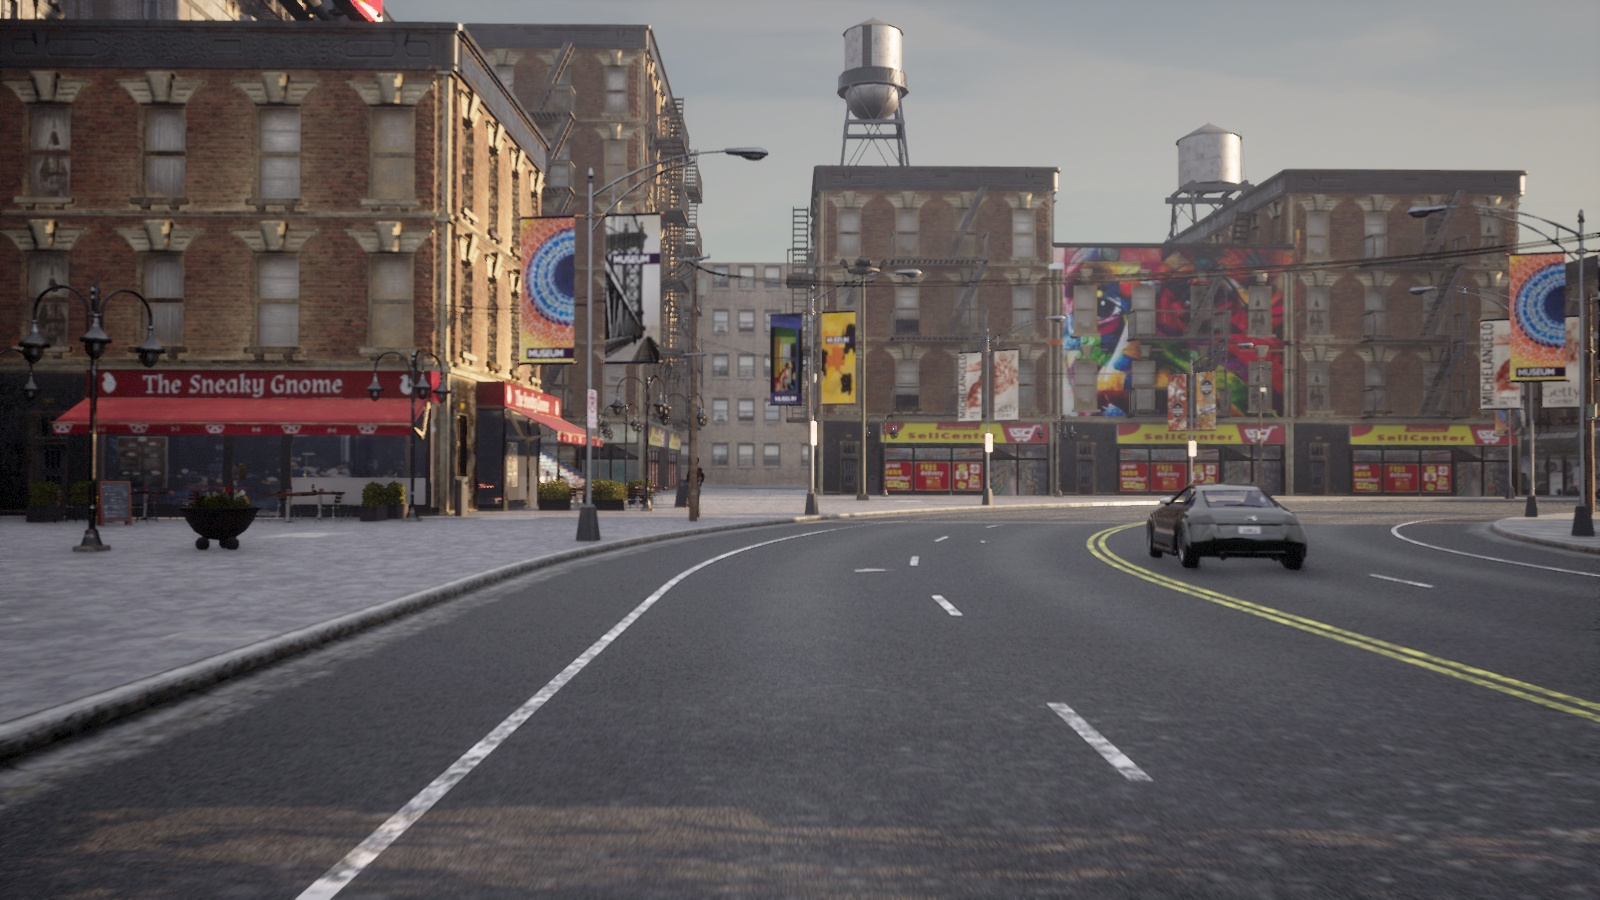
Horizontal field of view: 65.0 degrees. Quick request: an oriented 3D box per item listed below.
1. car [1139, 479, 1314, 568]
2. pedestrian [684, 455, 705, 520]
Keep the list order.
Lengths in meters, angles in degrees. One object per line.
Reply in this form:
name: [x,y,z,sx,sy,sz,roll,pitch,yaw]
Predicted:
car: [7.361,1.219,22.120,1.994,1.385,4.181,0,-1,6]
pedestrian: [-3.147,1.113,37.605,0.402,1.930,0.666,-1,-1,17]
